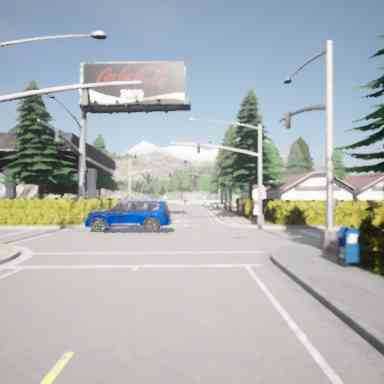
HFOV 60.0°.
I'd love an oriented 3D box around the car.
[{"bbox_3d":[-4.061,1.579,21.761,5.566,2.045,2.150,0,-2,0],"label":"car"}]
